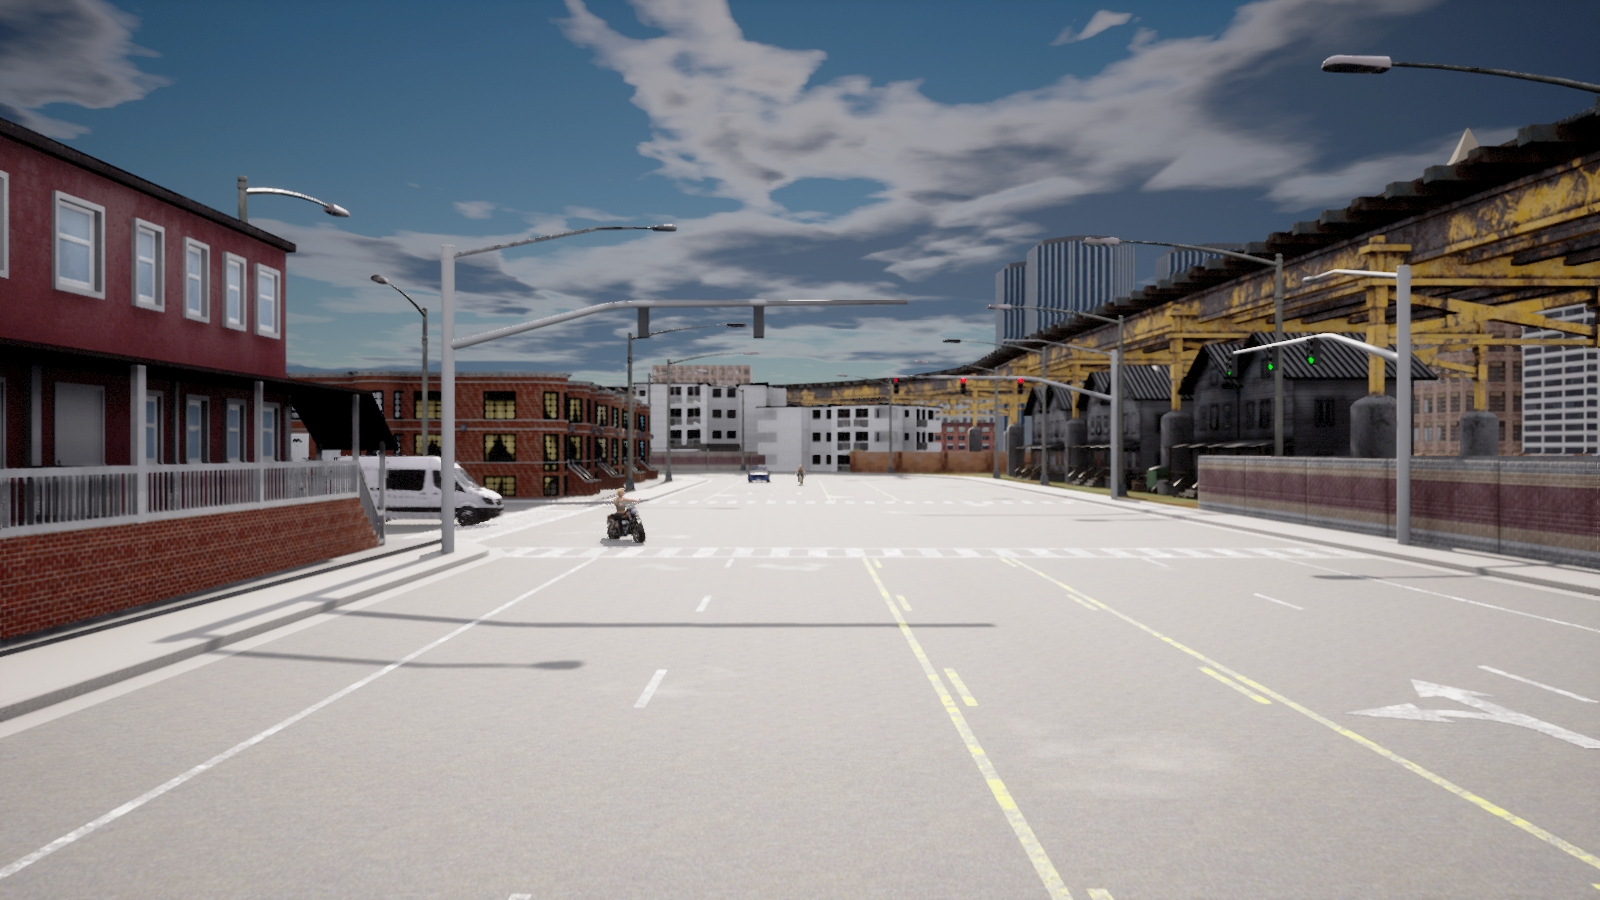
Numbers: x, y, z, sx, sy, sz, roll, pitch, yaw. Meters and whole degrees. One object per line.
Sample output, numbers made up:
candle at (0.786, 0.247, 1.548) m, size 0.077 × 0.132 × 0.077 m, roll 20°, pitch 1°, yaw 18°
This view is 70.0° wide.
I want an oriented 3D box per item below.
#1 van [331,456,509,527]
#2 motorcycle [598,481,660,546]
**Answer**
van at (-13.986, 1.510, 42.296) m, size 5.915 × 2.561 × 1.988 m, roll 0°, pitch 0°, yaw 0°
motorcycle at (-5.177, 1.886, 34.453) m, size 0.764 × 1.802 × 2.356 m, roll -4°, pitch 3°, yaw -35°
